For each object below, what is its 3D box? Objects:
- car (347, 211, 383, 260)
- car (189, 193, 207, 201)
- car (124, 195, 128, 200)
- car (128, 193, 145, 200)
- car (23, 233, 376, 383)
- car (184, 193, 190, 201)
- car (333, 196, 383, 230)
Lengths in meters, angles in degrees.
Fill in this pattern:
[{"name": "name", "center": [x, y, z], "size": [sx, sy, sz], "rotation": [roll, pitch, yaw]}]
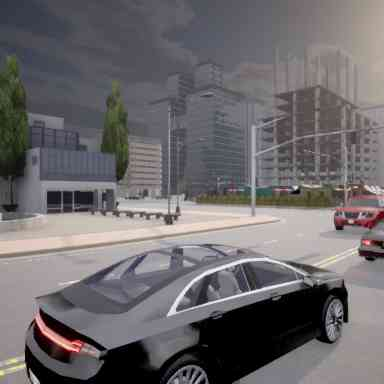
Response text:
[{"name": "car", "center": [7.324, 1.547, 11.326], "size": [2.033, 1.411, 5.357], "rotation": [0, 0, 43]}, {"name": "car", "center": [1.916, 1.395, 74.523], "size": [1.970, 1.475, 3.806], "rotation": [0, 0, 43]}, {"name": "car", "center": [-16.487, 1.153, 92.049], "size": [1.932, 1.855, 4.605], "rotation": [0, 0, 43]}, {"name": "car", "center": [-14.426, 1.156, 90.016], "size": [1.905, 1.878, 3.866], "rotation": [0, 0, 43]}, {"name": "car", "center": [0.401, 1.492, 4.617], "size": [4.902, 1.511, 2.128], "rotation": [0, 0, -41]}, {"name": "car", "center": [-0.175, 1.156, 76.525], "size": [1.905, 1.878, 3.866], "rotation": [0, 0, 43]}, {"name": "car", "center": [10.460, 1.243, 20.067], "size": [2.150, 2.045, 5.566], "rotation": [0, 0, 42]}]
